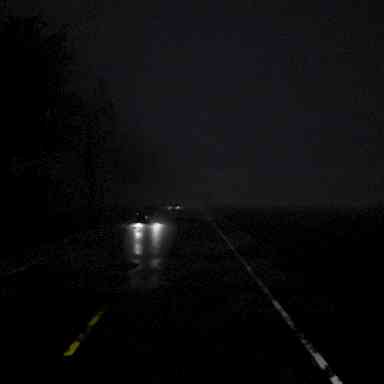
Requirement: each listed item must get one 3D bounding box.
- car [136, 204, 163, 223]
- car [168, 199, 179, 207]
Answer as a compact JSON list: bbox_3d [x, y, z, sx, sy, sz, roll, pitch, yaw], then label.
[{"bbox_3d":[-3.623,1.799,28.868,1.837,1.490,4.892,0,-1,0],"label":"car"},{"bbox_3d":[-3.563,2.122,65.259,1.882,1.535,5.008,0,0,0],"label":"car"}]
